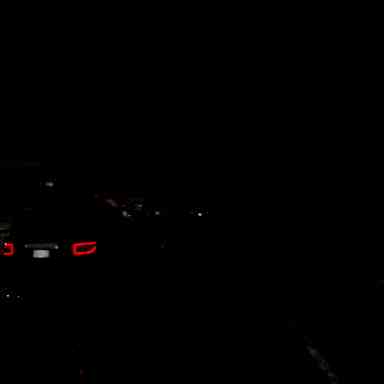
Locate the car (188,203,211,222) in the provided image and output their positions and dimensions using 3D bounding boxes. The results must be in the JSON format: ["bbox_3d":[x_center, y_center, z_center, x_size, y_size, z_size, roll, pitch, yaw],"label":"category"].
[{"bbox_3d":[0.697,1.923,29.947,1.994,1.385,4.181,0,-1,1],"label":"car"}]

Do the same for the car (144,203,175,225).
[{"bbox_3d":[-2.601,1.705,27.473,2.097,1.767,4.553,0,-1,1],"label":"car"}]

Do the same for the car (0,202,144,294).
[{"bbox_3d":[-2.950,1.356,9.304,2.150,2.045,5.566,0,-1,1],"label":"car"}]

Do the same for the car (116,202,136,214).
[{"bbox_3d":[-8.950,2.135,45.511,1.812,1.442,4.674,0,-1,1],"label":"car"}]

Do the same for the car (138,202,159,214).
[{"bbox_3d":[-5.727,2.122,44.326,2.033,1.411,5.357,0,-1,1],"label":"car"}]
